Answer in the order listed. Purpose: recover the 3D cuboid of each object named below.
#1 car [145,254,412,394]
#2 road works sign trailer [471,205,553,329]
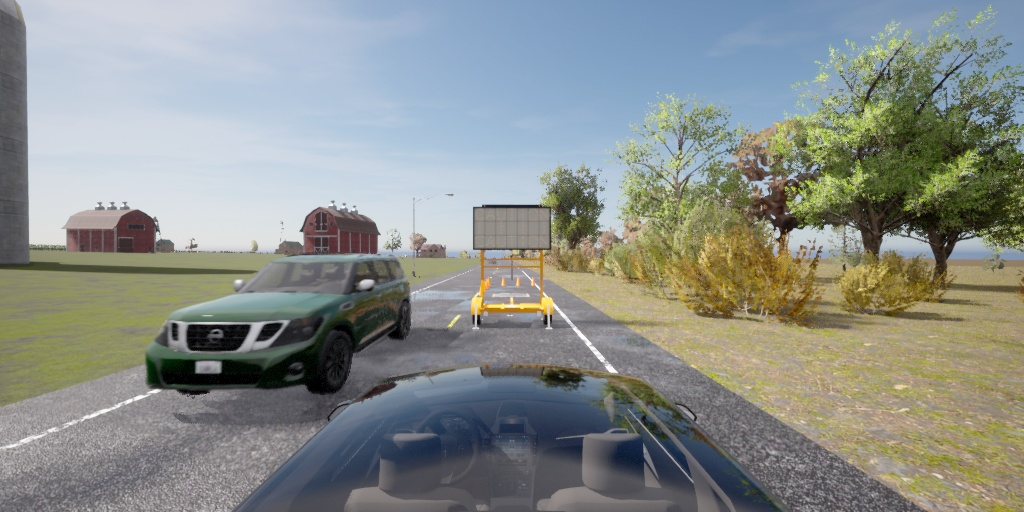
[{"bbox_3d":[-3.610,0.970,7.020,2.150,2.045,5.566,0,0,0],"label":"car"},{"bbox_3d":[-0.001,0.212,11.169,2.380,3.560,2.880,0,0,-1],"label":"road works sign trailer"}]
